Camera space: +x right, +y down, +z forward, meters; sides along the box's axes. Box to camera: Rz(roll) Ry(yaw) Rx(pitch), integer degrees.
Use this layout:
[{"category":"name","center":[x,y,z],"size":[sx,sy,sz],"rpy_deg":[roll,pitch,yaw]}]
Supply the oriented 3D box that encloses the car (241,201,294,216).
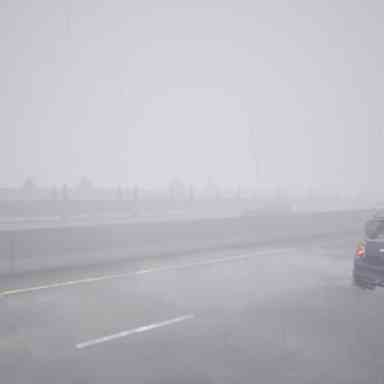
[{"category":"car","center":[6.953,1.525,30.272],"size":[5.357,1.411,2.033],"rpy_deg":[0,0,-35]}]

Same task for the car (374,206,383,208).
[{"category":"car","center":[9.610,1.497,14.839],"size":[4.892,1.490,1.837],"rpy_deg":[0,0,-35]}]

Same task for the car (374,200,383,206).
[{"category":"car","center":[21.826,1.524,36.485],"size":[4.902,1.511,2.128],"rpy_deg":[1,0,-35]}]

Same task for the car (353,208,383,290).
[{"category":"car","center":[5.864,1.348,7.885],"size":[4.553,1.767,2.097],"rpy_deg":[0,0,-35]}]
